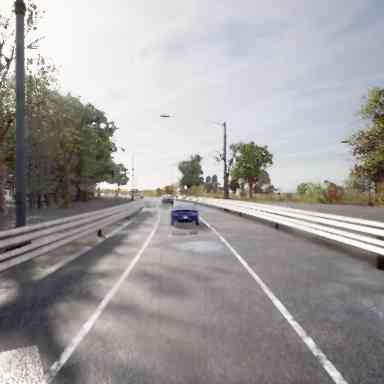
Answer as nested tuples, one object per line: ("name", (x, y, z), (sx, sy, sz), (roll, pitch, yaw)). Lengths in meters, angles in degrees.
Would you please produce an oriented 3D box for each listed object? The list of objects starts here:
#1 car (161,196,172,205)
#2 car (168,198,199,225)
("car", (-4.299, 1.485, 57.440), (1.837, 1.490, 4.892), (0, 0, -9))
("car", (-0.601, 1.482, 23.980), (1.882, 1.535, 5.008), (0, 0, -4))
